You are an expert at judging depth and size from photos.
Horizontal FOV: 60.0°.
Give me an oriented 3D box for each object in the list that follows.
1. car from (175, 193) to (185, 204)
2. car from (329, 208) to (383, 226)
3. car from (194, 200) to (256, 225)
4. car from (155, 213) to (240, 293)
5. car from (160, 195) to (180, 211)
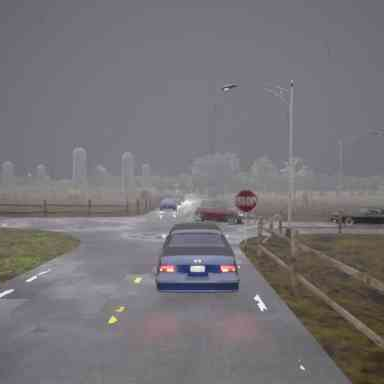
[{"bbox_3d":[-2.821,1.429,56.653,2.128,1.511,4.902,0,0,0],"label":"car"},{"bbox_3d":[12.743,1.844,24.588,4.718,1.301,1.895,1,1,0],"label":"car"},{"bbox_3d":[2.349,1.401,24.047,4.553,1.767,2.097,2,1,41],"label":"car"},{"bbox_3d":[0.103,1.543,8.988,2.033,1.411,5.357,0,0,0],"label":"car"},{"bbox_3d":[-2.827,1.444,40.323,1.882,1.535,5.008,0,0,0],"label":"car"}]
